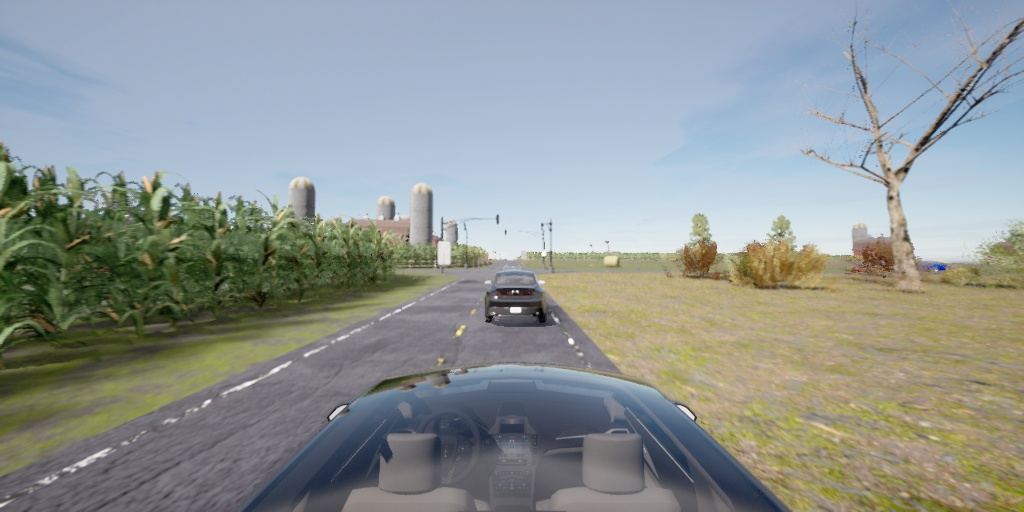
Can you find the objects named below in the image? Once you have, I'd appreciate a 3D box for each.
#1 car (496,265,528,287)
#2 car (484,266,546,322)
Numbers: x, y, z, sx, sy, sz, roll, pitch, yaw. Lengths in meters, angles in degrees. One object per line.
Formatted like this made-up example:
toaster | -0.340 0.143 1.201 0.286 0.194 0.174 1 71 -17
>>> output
car | 0.083 1.325 25.234 1.895 1.301 4.718 0 0 4
car | 0.104 1.241 12.275 1.837 1.490 4.892 0 0 0
